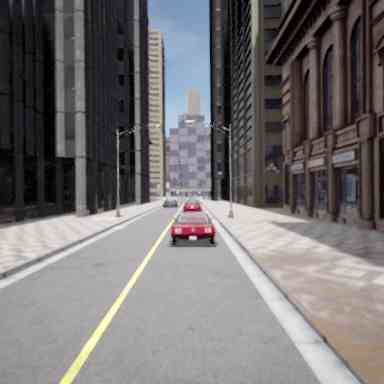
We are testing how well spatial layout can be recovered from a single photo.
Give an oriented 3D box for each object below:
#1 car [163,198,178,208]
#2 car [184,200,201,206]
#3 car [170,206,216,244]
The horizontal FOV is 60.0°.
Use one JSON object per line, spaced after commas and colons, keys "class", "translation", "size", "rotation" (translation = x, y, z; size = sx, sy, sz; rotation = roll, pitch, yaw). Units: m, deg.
{"class": "car", "translation": [-3.064, 1.598, 47.531], "size": [1.994, 1.385, 4.181], "rotation": [-1, 0, 0]}
{"class": "car", "translation": [0.041, 1.555, 37.859], "size": [1.994, 1.385, 4.181], "rotation": [-1, 0, 0]}
{"class": "car", "translation": [0.052, 1.585, 15.746], "size": [1.895, 1.301, 4.718], "rotation": [-1, 0, 0]}
